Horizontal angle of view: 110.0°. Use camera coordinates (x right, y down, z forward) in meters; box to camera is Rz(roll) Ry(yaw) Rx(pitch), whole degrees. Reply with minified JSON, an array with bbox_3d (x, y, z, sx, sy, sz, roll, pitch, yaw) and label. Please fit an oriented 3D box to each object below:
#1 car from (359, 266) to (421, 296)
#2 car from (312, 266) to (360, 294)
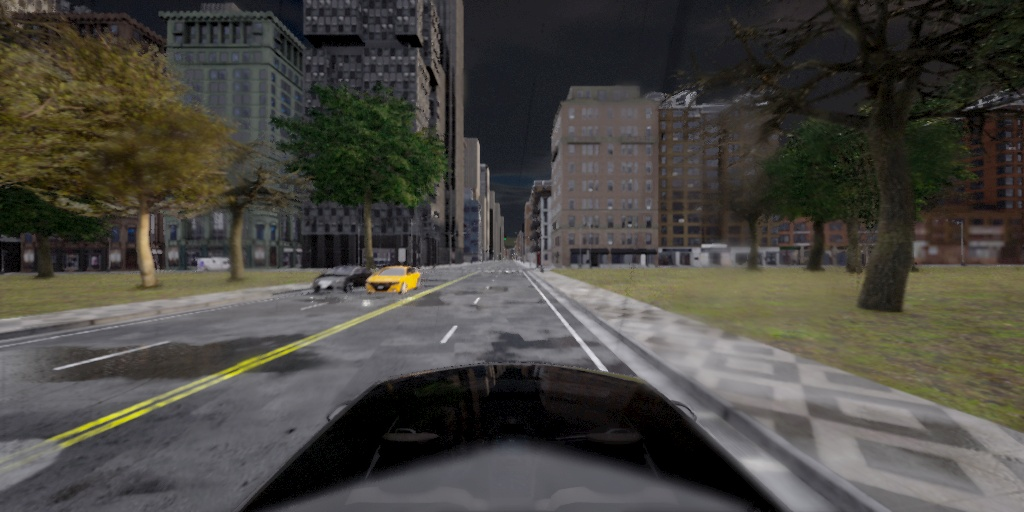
[{"bbox_3d":[-6.601,1.317,20.501,1.882,1.535,5.008,0,0,0],"label":"car"},{"bbox_3d":[-9.851,1.335,21.292,2.128,1.511,4.902,0,0,0],"label":"car"}]
